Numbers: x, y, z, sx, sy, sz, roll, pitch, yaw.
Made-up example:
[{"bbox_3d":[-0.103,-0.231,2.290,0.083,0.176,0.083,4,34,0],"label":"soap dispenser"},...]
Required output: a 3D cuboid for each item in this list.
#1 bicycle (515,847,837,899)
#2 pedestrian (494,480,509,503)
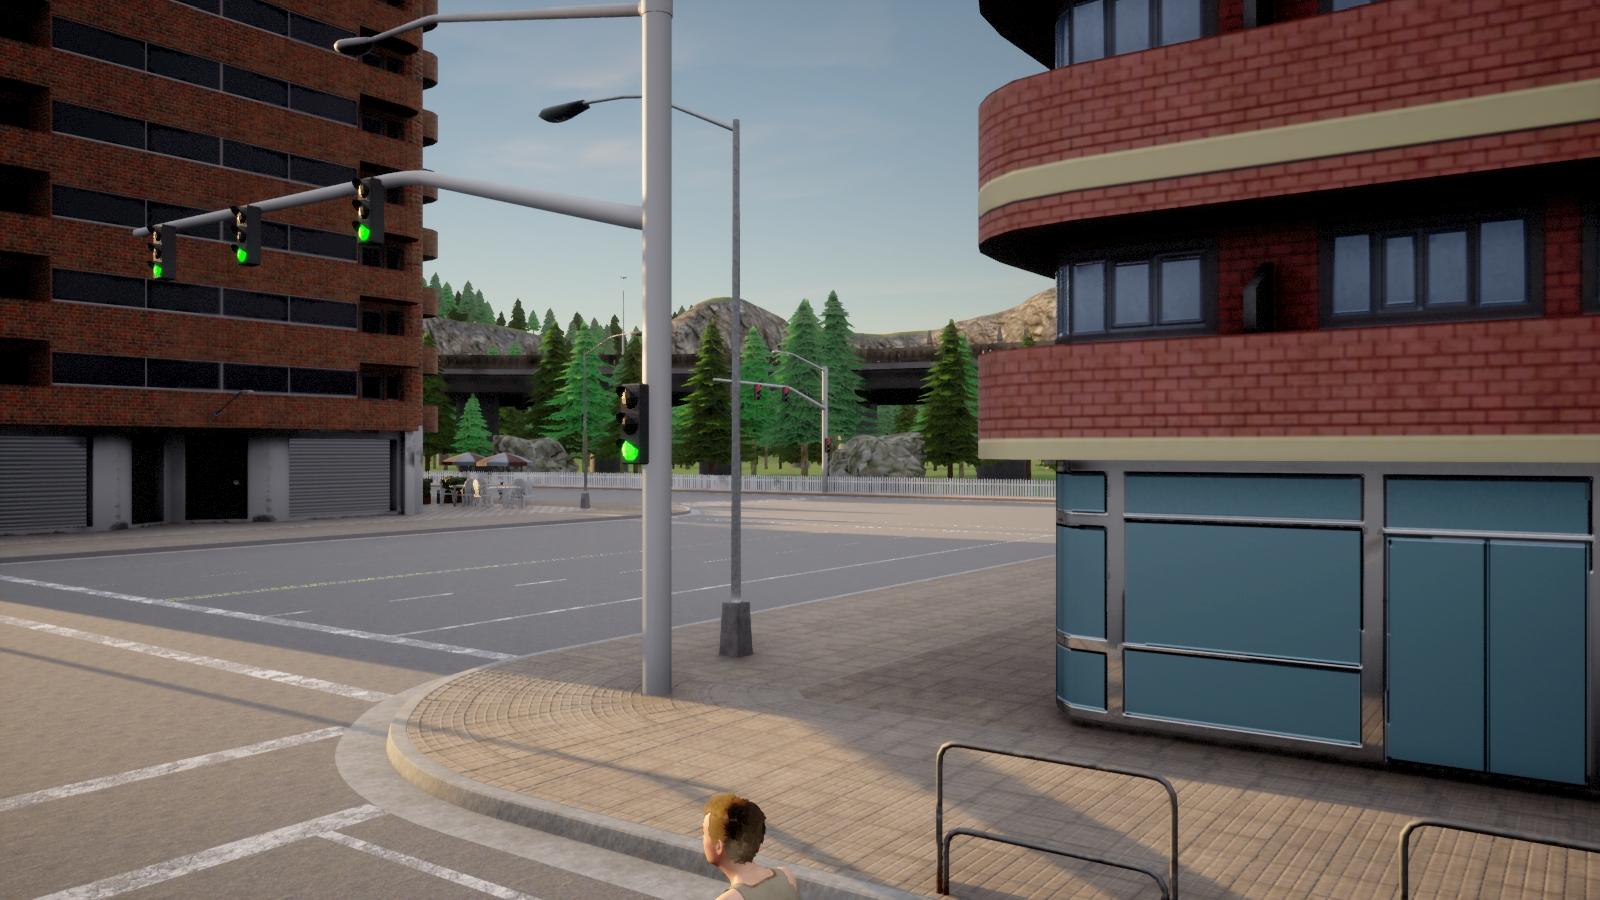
[{"bbox_3d":[-0.301,2.233,4.022,1.487,1.126,0.859,0,0,35],"label":"bicycle"},{"bbox_3d":[-14.550,2.019,55.668,0.500,1.100,0.500,0,0,45],"label":"pedestrian"}]
